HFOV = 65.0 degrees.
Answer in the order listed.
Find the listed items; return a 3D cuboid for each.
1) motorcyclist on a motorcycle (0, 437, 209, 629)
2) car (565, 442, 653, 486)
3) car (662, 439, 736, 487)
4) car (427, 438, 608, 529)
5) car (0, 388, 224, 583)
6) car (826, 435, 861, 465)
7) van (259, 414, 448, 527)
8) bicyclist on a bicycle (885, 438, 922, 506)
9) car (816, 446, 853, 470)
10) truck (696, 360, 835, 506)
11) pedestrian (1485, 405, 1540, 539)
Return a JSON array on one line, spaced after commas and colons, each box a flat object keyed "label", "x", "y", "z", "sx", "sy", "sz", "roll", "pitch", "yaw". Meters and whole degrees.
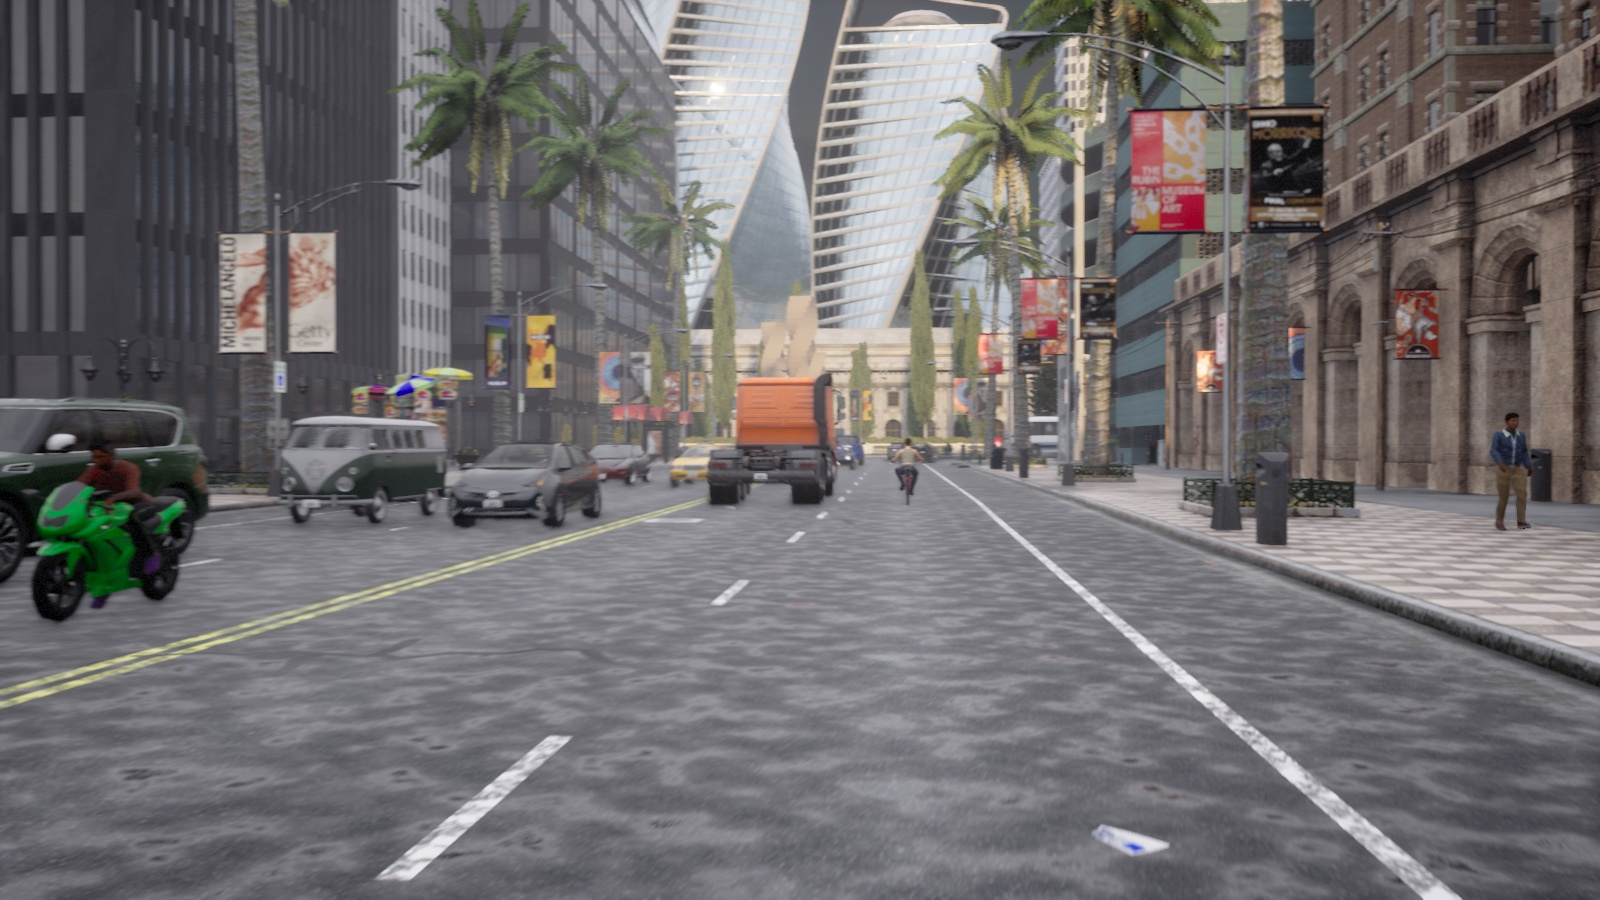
[{"label": "motorcyclist on a motorcycle", "x": -6.121, "y": 0.653, "z": 10.997, "sx": 0.797, "sy": 1.523, "sz": 2.044, "roll": 0, "pitch": 0, "yaw": 5}, {"label": "car", "x": -6.875, "y": 0.472, "z": 45.736, "sx": 2.163, "sy": 1.488, "sz": 4.792, "roll": 0, "pitch": 0, "yaw": 4}, {"label": "car", "x": -3.483, "y": 0.428, "z": 44.103, "sx": 1.801, "sy": 1.575, "sz": 5.366, "roll": 0, "pitch": 0, "yaw": 4}, {"label": "car", "x": -5.099, "y": 0.550, "z": 23.352, "sx": 2.007, "sy": 1.525, "sz": 4.514, "roll": 0, "pitch": 0, "yaw": 5}, {"label": "car", "x": -9.322, "y": 0.362, "z": 14.828, "sx": 2.150, "sy": 2.045, "sz": 5.566, "roll": 0, "pitch": 0, "yaw": 4}, {"label": "car", "x": 3.016, "y": -0.017, "z": 85.952, "sx": 2.150, "sy": 2.045, "sz": 5.566, "roll": 0, "pitch": 0, "yaw": 4}, {"label": "van", "x": -8.523, "y": 0.343, "z": 24.411, "sx": 1.775, "sy": 1.987, "sz": 4.442, "roll": 0, "pitch": 0, "yaw": 5}, {"label": "bicyclist on a bicycle", "x": 2.527, "y": 0.515, "z": 30.534, "sx": 0.866, "sy": 1.612, "sz": 1.509, "roll": 0, "pitch": 0, "yaw": 5}, {"label": "car", "x": 1.974, "y": 0.445, "z": 71.387, "sx": 1.895, "sy": 1.301, "sz": 4.718, "roll": 0, "pitch": 0, "yaw": 4}, {"label": "truck", "x": -0.718, "y": -0.429, "z": 33.776, "sx": 2.891, "sy": 3.462, "sz": 7.936, "roll": 0, "pitch": 0, "yaw": 5}, {"label": "pedestrian", "x": 10.642, "y": 0.319, "z": 18.782, "sx": 0.423, "sy": 1.949, "sz": 0.788, "roll": 0, "pitch": 0, "yaw": 5}]
